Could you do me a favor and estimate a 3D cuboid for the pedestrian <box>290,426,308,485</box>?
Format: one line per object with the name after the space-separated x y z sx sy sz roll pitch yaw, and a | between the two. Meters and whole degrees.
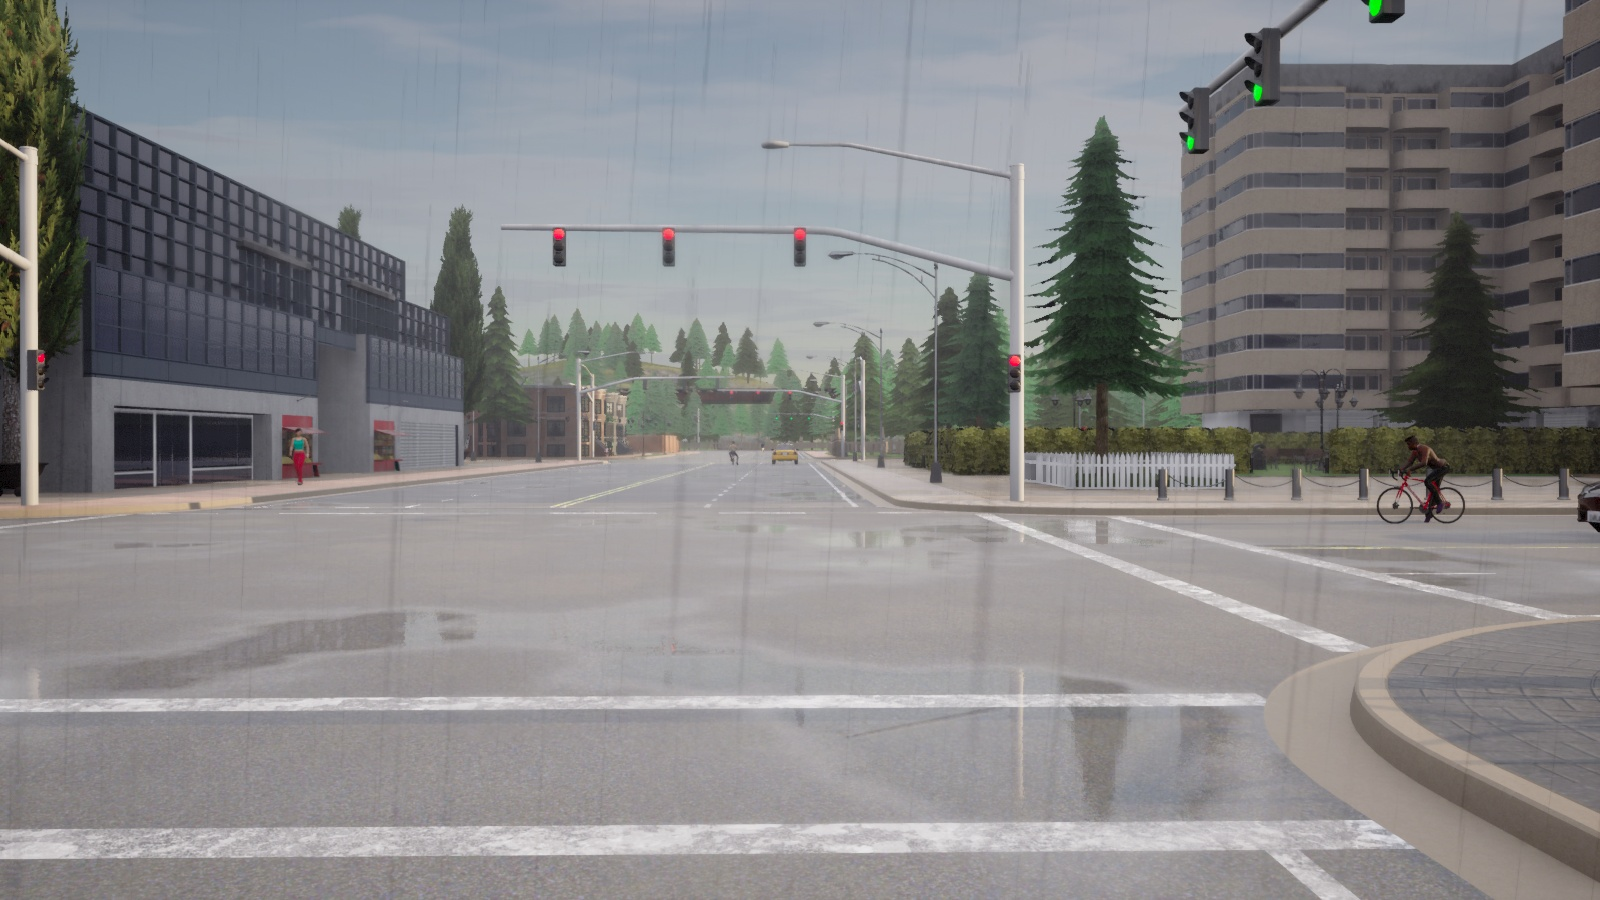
-15.874 0.168 39.782 0.345 1.836 0.594 0 0 -1 | pedestrian

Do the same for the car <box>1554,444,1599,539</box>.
14.827 0.647 19.625 4.792 1.488 2.163 0 0 -1 | car

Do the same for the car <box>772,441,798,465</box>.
-1.048 0.189 87.747 1.801 1.575 5.366 0 0 -1 | car

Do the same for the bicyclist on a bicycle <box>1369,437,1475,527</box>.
11.414 0.578 23.080 1.656 1.620 0.582 0 0 -1 | bicyclist on a bicycle
